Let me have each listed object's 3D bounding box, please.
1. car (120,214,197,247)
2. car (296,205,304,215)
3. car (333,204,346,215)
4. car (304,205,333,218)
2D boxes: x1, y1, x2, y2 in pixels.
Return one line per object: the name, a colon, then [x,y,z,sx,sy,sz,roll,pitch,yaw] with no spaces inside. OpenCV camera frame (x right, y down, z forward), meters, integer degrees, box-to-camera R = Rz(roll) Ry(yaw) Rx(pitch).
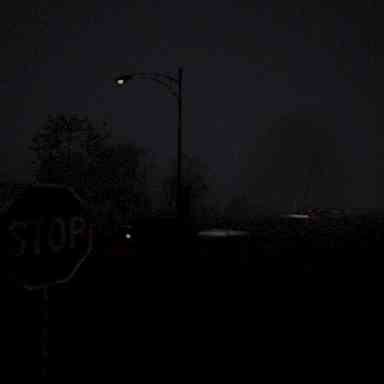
car: [-1.627,1.937,17.819,2.128,1.511,4.902,0,-1,36]
car: [16.654,2.600,48.022,2.033,1.411,5.357,0,-1,36]
car: [22.289,2.647,51.159,2.128,1.511,4.902,0,-1,36]
car: [16.318,2.510,42.749,1.812,1.442,4.674,0,-1,36]
